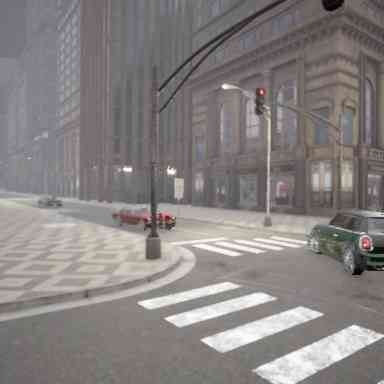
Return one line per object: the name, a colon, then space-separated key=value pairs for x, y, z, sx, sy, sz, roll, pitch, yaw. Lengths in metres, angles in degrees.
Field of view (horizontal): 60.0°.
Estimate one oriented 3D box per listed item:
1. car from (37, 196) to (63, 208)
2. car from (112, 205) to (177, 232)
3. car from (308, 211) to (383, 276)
car: x=-15.794 y=1.087 z=37.011 sx=1.895 sy=1.301 sz=4.718 roll=1 pitch=0 yaw=-36
car: x=-2.824 y=1.425 z=19.009 sx=1.895 sy=1.301 sz=4.718 roll=1 pitch=0 yaw=-36
car: x=5.337 y=1.374 z=10.508 sx=2.097 sy=1.767 sz=4.553 roll=0 pitch=0 yaw=3
